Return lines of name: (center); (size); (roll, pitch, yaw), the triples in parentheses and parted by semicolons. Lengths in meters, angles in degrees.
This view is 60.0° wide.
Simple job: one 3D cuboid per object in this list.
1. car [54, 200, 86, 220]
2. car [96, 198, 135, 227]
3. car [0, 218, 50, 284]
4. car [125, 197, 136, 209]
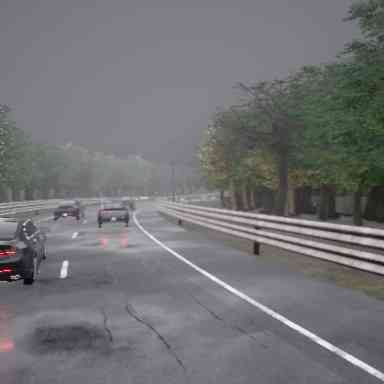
car: (-9.808, 1.420, 26.871); (1.837, 1.490, 4.892); (-1, 0, -11)
car: (-5.154, 1.365, 21.725); (2.128, 1.511, 4.902); (-1, 0, -14)
car: (-5.096, 1.455, 9.018); (1.837, 1.490, 4.892); (-1, 1, -19)
car: (-8.147, 1.454, 41.582); (1.837, 1.490, 4.892); (-1, -1, -4)
